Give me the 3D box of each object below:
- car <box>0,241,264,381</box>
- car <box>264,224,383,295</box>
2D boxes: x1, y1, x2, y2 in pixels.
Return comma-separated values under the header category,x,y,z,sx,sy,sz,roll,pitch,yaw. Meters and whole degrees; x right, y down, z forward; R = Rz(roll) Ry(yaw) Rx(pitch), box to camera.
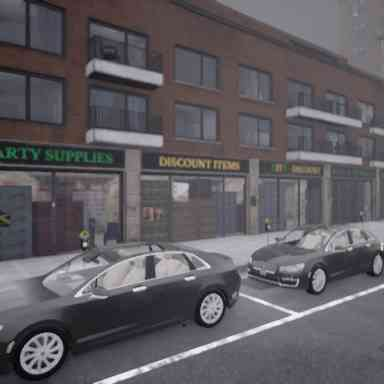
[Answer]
category,x,y,z,sx,sy,sz,roll,pitch,yaw
car,-1.159,1.545,5.361,4.403,1.369,2.008,0,0,-35
car,3.335,1.531,8.564,4.403,1.369,2.008,0,0,-35
